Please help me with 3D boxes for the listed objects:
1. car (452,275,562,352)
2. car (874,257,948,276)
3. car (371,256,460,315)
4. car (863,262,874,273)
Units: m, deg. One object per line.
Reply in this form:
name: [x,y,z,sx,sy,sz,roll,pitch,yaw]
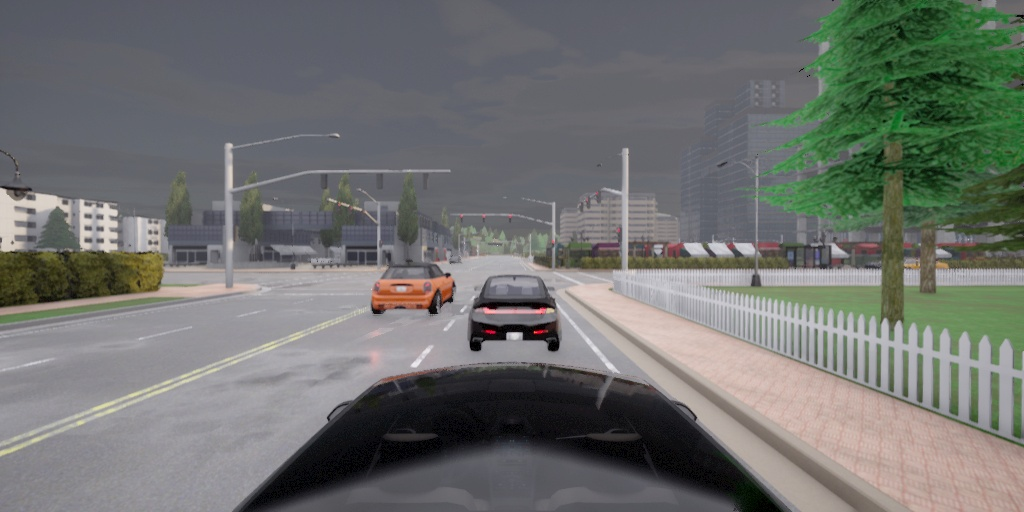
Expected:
car: [0.061,1.192,8.778,2.128,1.511,4.902,0,0,0]
car: [37.070,1.007,33.105,5.008,1.535,1.882,0,0,-1]
car: [-3.417,1.023,13.239,2.097,1.767,4.553,0,1,0]
car: [38.781,0.856,36.639,4.553,1.767,2.097,0,0,-1]
